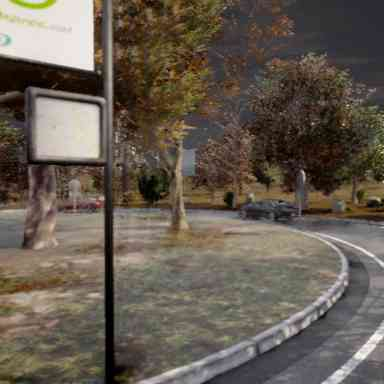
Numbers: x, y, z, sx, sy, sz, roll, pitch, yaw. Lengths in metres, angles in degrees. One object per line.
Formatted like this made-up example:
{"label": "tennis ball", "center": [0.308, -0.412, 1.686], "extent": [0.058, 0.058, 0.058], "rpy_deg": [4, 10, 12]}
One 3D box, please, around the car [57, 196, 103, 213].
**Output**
{"label": "car", "center": [-10.628, 1.128, 30.631], "extent": [4.674, 1.442, 1.812], "rpy_deg": [0, 0, -7]}

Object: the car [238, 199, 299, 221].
{"label": "car", "center": [5.428, 1.254, 24.262], "extent": [1.837, 1.490, 4.892], "rpy_deg": [0, 1, -33]}
